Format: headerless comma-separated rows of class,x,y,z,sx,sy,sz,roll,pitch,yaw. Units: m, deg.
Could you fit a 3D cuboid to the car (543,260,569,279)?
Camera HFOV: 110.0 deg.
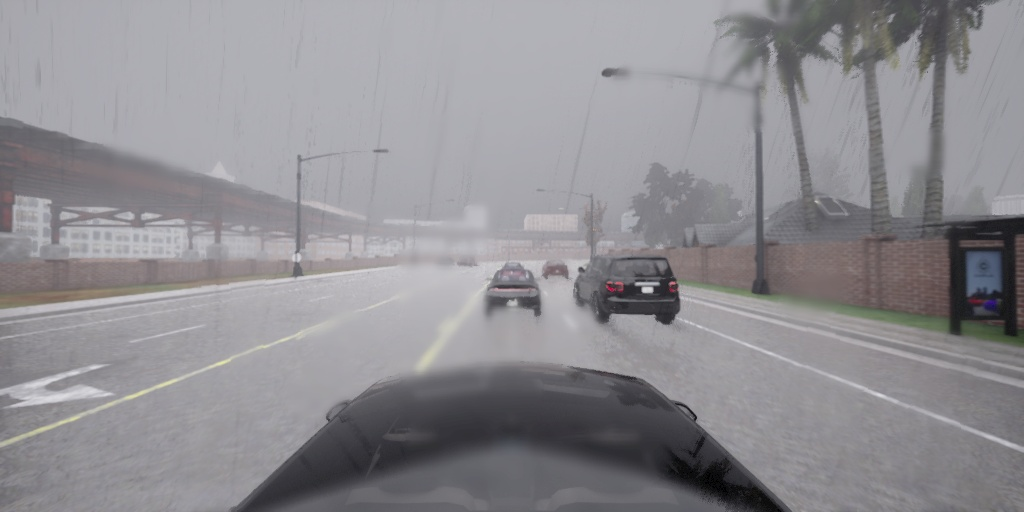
car,3.574,1.075,30.005,1.882,1.535,5.008,0,1,0

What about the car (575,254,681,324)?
car,3.561,0.952,12.050,2.150,2.045,5.566,0,1,0

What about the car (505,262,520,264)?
car,0.068,1.170,28.908,1.994,1.385,4.181,0,1,0

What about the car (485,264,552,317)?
car,0.065,1.215,13.091,2.128,1.511,4.902,0,1,0

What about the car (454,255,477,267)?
car,-6.652,0.763,53.524,2.097,1.767,4.553,0,0,6

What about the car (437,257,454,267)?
car,-10.048,0.913,54.878,1.837,1.490,4.892,0,0,7
